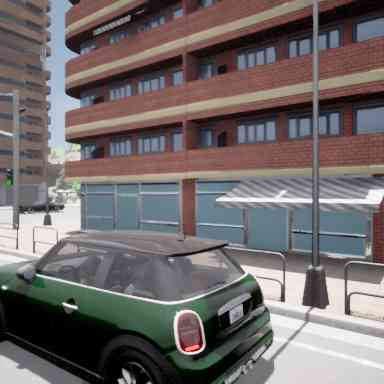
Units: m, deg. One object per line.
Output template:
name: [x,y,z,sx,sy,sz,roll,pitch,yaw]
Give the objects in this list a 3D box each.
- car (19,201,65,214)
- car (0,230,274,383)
car: [-16.242,1.597,35.687,1.895,1.301,4.718,0,0,36]
car: [-1.241,1.352,4.879,4.553,1.767,2.097,0,0,36]
